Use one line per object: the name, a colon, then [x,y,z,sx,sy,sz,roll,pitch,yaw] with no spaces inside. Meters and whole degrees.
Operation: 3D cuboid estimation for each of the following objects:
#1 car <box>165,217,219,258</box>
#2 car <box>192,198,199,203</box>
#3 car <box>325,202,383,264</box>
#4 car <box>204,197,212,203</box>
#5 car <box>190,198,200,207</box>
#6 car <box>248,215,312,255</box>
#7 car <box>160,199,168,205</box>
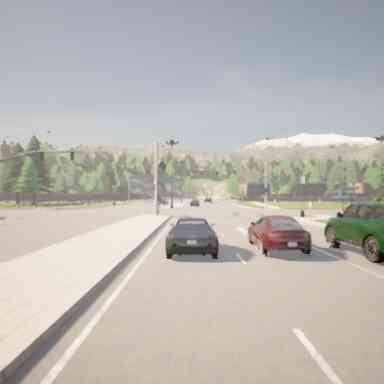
car: [0.013,1.715,13.468,1.994,1.385,4.181,0,-1,0]
car: [0.956,2.462,93.485,1.895,1.301,4.718,0,-1,1]
car: [7.004,1.365,12.559,2.150,2.045,5.566,0,0,0]
car: [4.455,2.221,93.377,2.097,1.767,4.553,0,-1,1]
car: [0.573,2.316,68.029,1.994,1.385,4.181,0,-1,1]
car: [3.516,1.680,13.878,1.812,1.442,4.674,0,0,0]
car: [-7.179,2.521,84.576,1.895,1.301,4.718,0,-1,1]
